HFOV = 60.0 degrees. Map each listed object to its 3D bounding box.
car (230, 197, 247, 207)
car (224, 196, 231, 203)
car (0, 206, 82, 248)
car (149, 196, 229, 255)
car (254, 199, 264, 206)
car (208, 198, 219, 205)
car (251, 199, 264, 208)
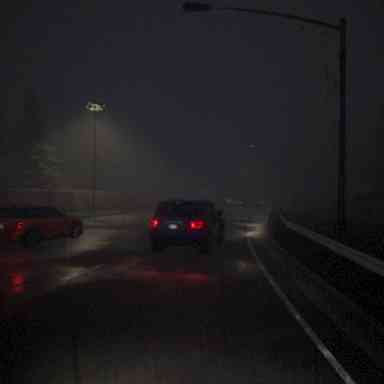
[{"bbox_3d":[9.323,2.222,65.953,1.812,1.442,4.674,1,-1,14],"label":"car"},{"bbox_3d":[5.924,2.012,66.781,2.097,1.767,4.553,1,-1,14],"label":"car"},{"bbox_3d":[-6.979,1.392,15.183,2.097,1.767,4.553,1,0,14],"label":"car"},{"bbox_3d":[-0.003,1.344,14.214,2.150,2.045,5.566,1,-1,14],"label":"car"},{"bbox_3d":[15.169,2.318,74.825,1.895,1.301,4.718,1,-1,14],"label":"car"},{"bbox_3d":[4.982,2.133,77.364,1.812,1.442,4.674,1,-1,14],"label":"car"},{"bbox_3d":[12.723,2.334,65.125,1.895,1.301,4.718,1,-1,14],"label":"car"}]
